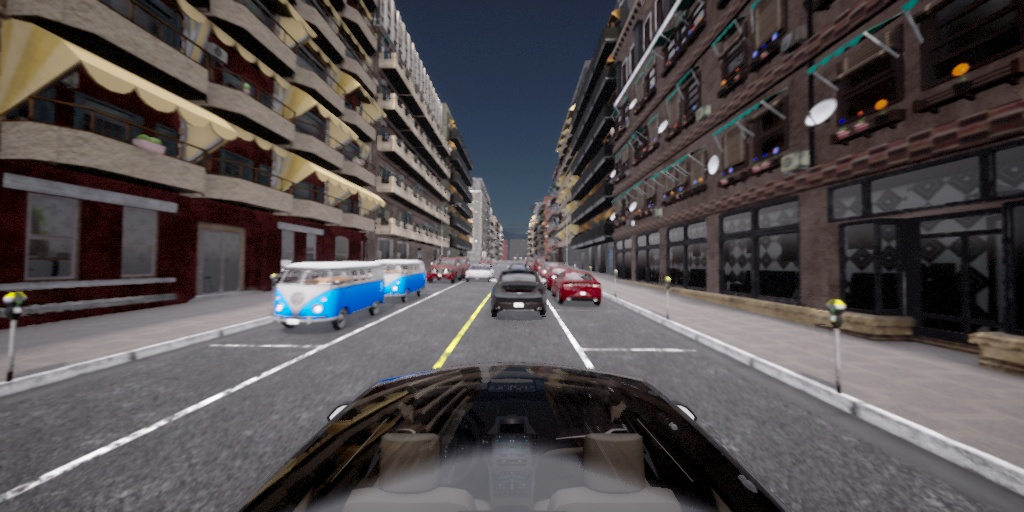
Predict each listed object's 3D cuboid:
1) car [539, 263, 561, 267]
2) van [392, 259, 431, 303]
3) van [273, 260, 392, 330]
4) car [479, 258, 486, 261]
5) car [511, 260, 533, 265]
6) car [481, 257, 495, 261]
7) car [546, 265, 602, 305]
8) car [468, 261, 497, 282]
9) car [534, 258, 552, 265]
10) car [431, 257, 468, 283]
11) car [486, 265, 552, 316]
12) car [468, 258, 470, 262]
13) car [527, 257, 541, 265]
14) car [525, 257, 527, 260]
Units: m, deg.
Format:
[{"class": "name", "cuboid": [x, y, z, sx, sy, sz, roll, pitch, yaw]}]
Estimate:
[{"class": "car", "cuboid": [2.827, 1.299, 21.554, 1.888, 1.381, 4.507, 0, 0, 1]}, {"class": "van", "cuboid": [-5.136, 1.043, 16.204, 1.690, 1.789, 3.998, 0, 0, 1]}, {"class": "van", "cuboid": [-5.217, 1.045, 10.673, 1.690, 1.789, 3.998, 0, 0, 1]}, {"class": "car", "cuboid": [-4.724, 1.275, 43.853, 1.948, 1.339, 4.313, 0, 0, 1]}, {"class": "car", "cuboid": [0.491, 1.302, 30.133, 1.994, 1.385, 4.181, 0, 0, 1]}, {"class": "car", "cuboid": [-4.478, 1.049, 60.440, 2.192, 1.841, 5.009, 0, 0, 1]}, {"class": "car", "cuboid": [2.745, 1.300, 16.025, 1.888, 1.381, 4.507, 0, 0, 1]}, {"class": "car", "cuboid": [-2.464, 1.319, 28.000, 1.895, 1.301, 4.718, 0, 0, 1]}, {"class": "car", "cuboid": [2.917, 1.194, 27.085, 1.967, 1.591, 4.097, 0, 0, 1]}, {"class": "car", "cuboid": [-4.971, 1.016, 27.263, 2.192, 1.841, 5.009, 0, 0, 1]}, {"class": "car", "cuboid": [0.242, 1.244, 13.324, 1.837, 1.490, 4.892, 0, 0, 1]}, {"class": "car", "cuboid": [-4.889, 1.017, 32.792, 2.192, 1.841, 5.009, 0, 0, 1]}, {"class": "car", "cuboid": [3.040, 1.072, 38.146, 2.192, 1.841, 5.009, 0, 0, 1]}, {"class": "car", "cuboid": [3.204, 1.208, 49.207, 1.967, 1.591, 4.097, 0, 0, 1]}]
